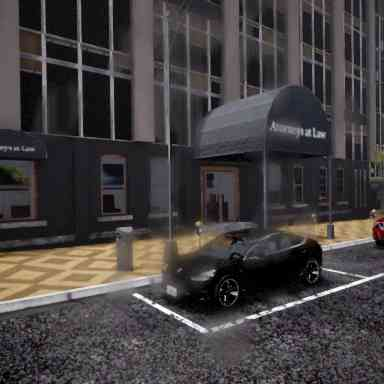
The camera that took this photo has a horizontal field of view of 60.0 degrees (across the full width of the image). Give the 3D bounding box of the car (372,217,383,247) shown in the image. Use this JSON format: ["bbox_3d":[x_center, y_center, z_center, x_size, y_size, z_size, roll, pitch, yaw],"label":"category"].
[{"bbox_3d":[9.615,1.310,14.030,5.009,1.841,2.192,0,-1,-37],"label":"car"}]

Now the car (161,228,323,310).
[{"bbox_3d":[1.342,1.564,7.824,4.313,1.339,1.947,0,-1,-37],"label":"car"}]
